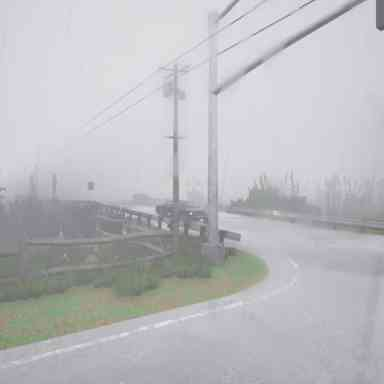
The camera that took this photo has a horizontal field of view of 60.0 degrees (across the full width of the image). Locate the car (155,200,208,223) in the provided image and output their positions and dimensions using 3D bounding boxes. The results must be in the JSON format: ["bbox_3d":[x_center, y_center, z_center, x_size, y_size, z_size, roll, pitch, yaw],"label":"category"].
[{"bbox_3d":[-0.576,1.245,21.583,1.895,1.301,4.718,0,3,-32],"label":"car"}]
